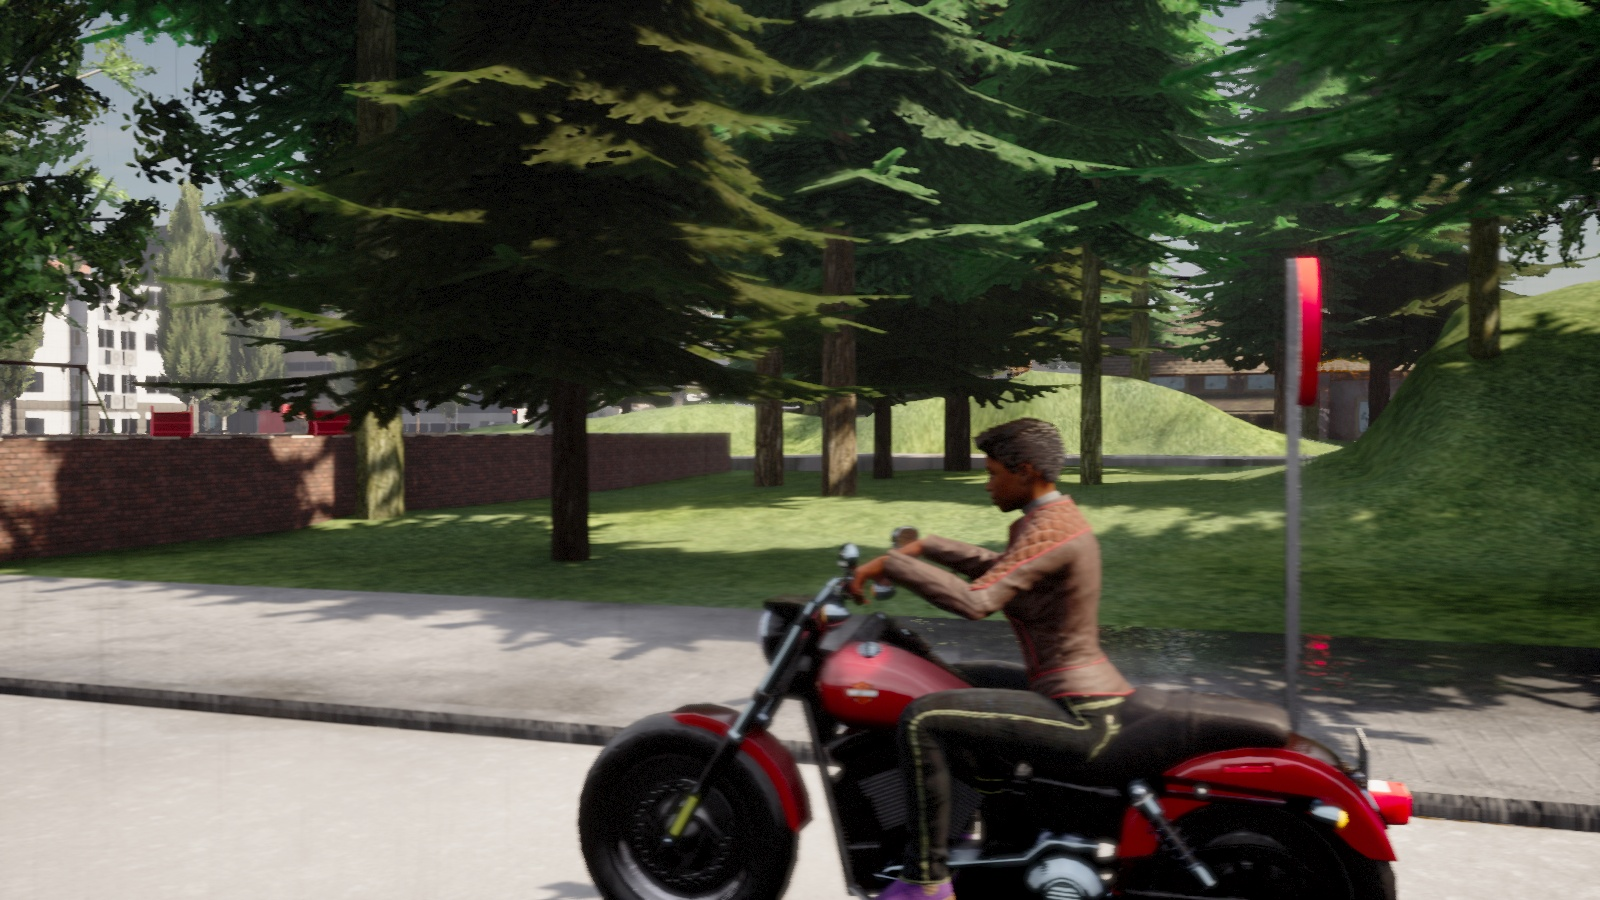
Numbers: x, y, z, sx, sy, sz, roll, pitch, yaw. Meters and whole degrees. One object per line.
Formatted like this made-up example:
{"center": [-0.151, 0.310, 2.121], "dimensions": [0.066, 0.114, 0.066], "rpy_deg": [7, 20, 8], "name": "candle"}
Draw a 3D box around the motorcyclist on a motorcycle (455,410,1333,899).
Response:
{"center": [0.232, 0.718, 3.642], "dimensions": [2.350, 1.649, 0.766], "rpy_deg": [0, 1, 19], "name": "motorcyclist on a motorcycle"}
